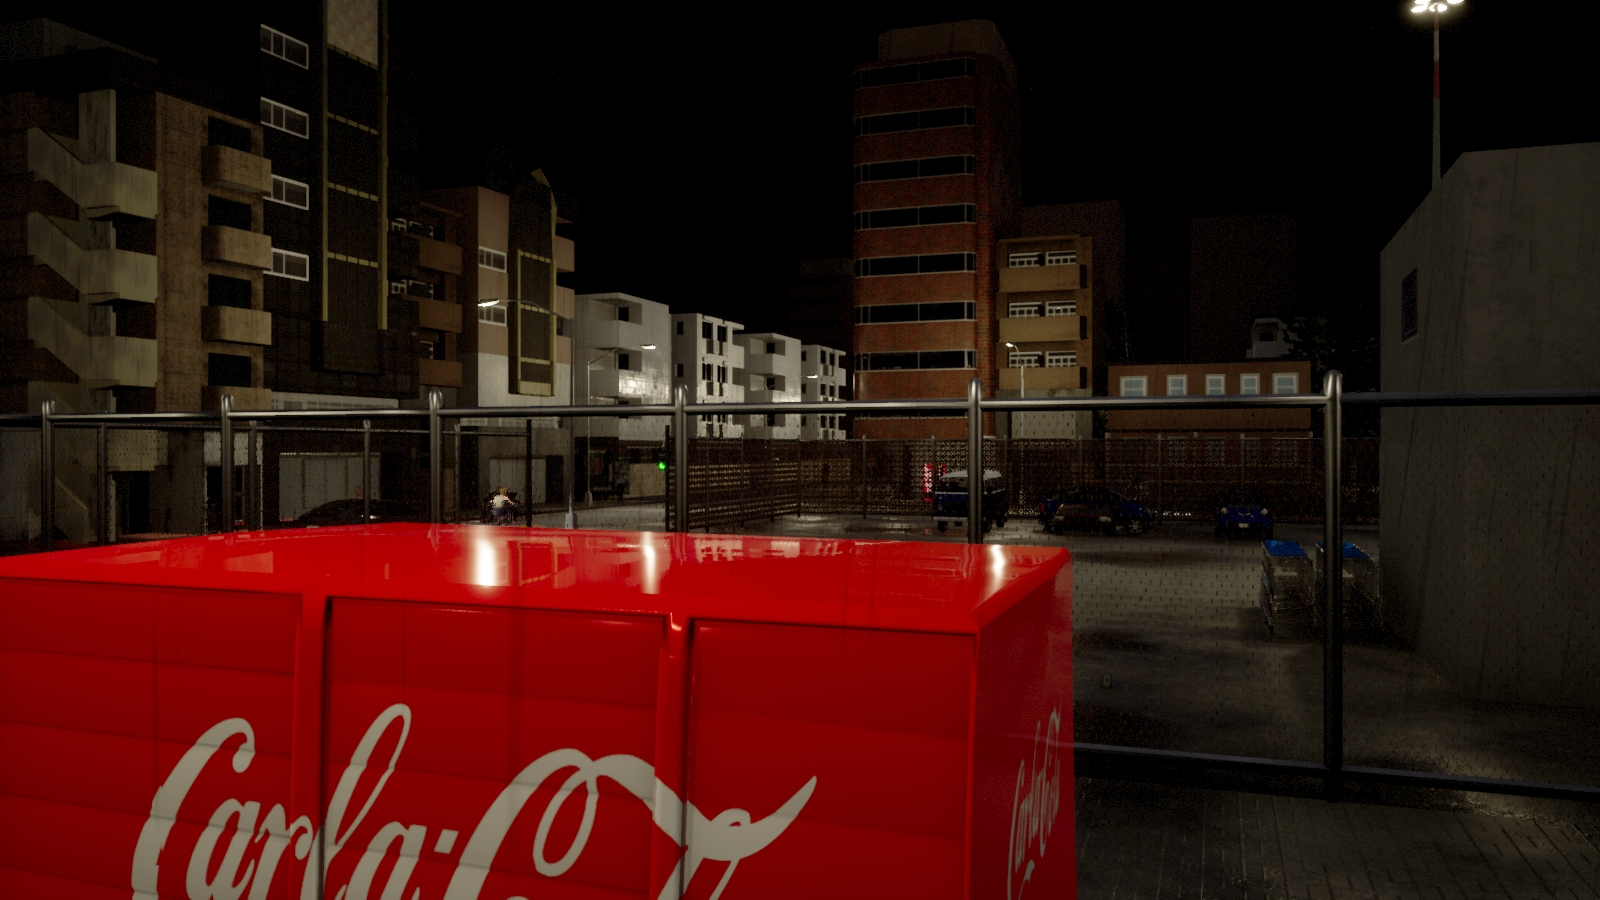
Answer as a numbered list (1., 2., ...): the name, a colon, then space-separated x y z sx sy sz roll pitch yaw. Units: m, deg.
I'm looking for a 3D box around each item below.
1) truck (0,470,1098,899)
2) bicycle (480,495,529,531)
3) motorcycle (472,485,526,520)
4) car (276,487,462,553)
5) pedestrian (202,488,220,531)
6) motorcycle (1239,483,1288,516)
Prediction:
1. truck: -1.648 1.349 4.450 5.204 2.467 2.627 0 0 20
2. bicycle: -9.598 2.045 37.165 0.859 1.080 1.487 0 0 20
3. motorcycle: -11.485 1.995 43.682 0.867 1.251 2.209 0 0 20
4. car: -11.739 1.851 31.517 2.163 1.488 4.792 0 0 20
5. pedestrian: -18.140 1.815 35.174 0.375 1.300 0.375 0 0 42
6. motorcycle: 18.400 1.962 45.402 1.805 1.236 0.856 0 0 20
